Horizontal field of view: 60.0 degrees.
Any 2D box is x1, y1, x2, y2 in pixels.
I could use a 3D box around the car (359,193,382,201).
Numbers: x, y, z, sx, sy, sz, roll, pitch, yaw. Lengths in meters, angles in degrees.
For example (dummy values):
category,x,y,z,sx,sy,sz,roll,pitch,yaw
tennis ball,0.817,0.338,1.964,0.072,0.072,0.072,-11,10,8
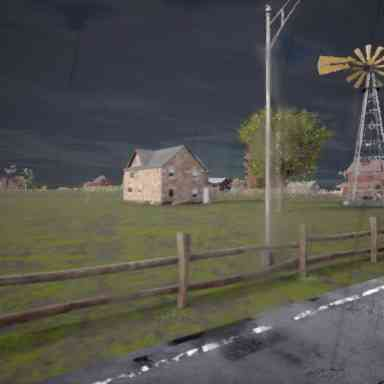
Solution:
category,x,y,z,sx,sy,sz,roll,pitch,yaw
car,40.177,1.020,74.862,2.097,1.767,4.553,1,0,-35
